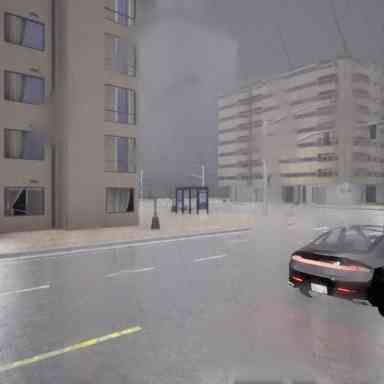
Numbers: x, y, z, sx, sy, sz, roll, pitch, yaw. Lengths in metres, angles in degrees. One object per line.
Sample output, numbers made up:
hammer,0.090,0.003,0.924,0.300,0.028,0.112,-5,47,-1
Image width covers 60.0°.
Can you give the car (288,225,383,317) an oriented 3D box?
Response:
car,4.130,1.492,7.394,4.902,1.511,2.128,0,0,-39
